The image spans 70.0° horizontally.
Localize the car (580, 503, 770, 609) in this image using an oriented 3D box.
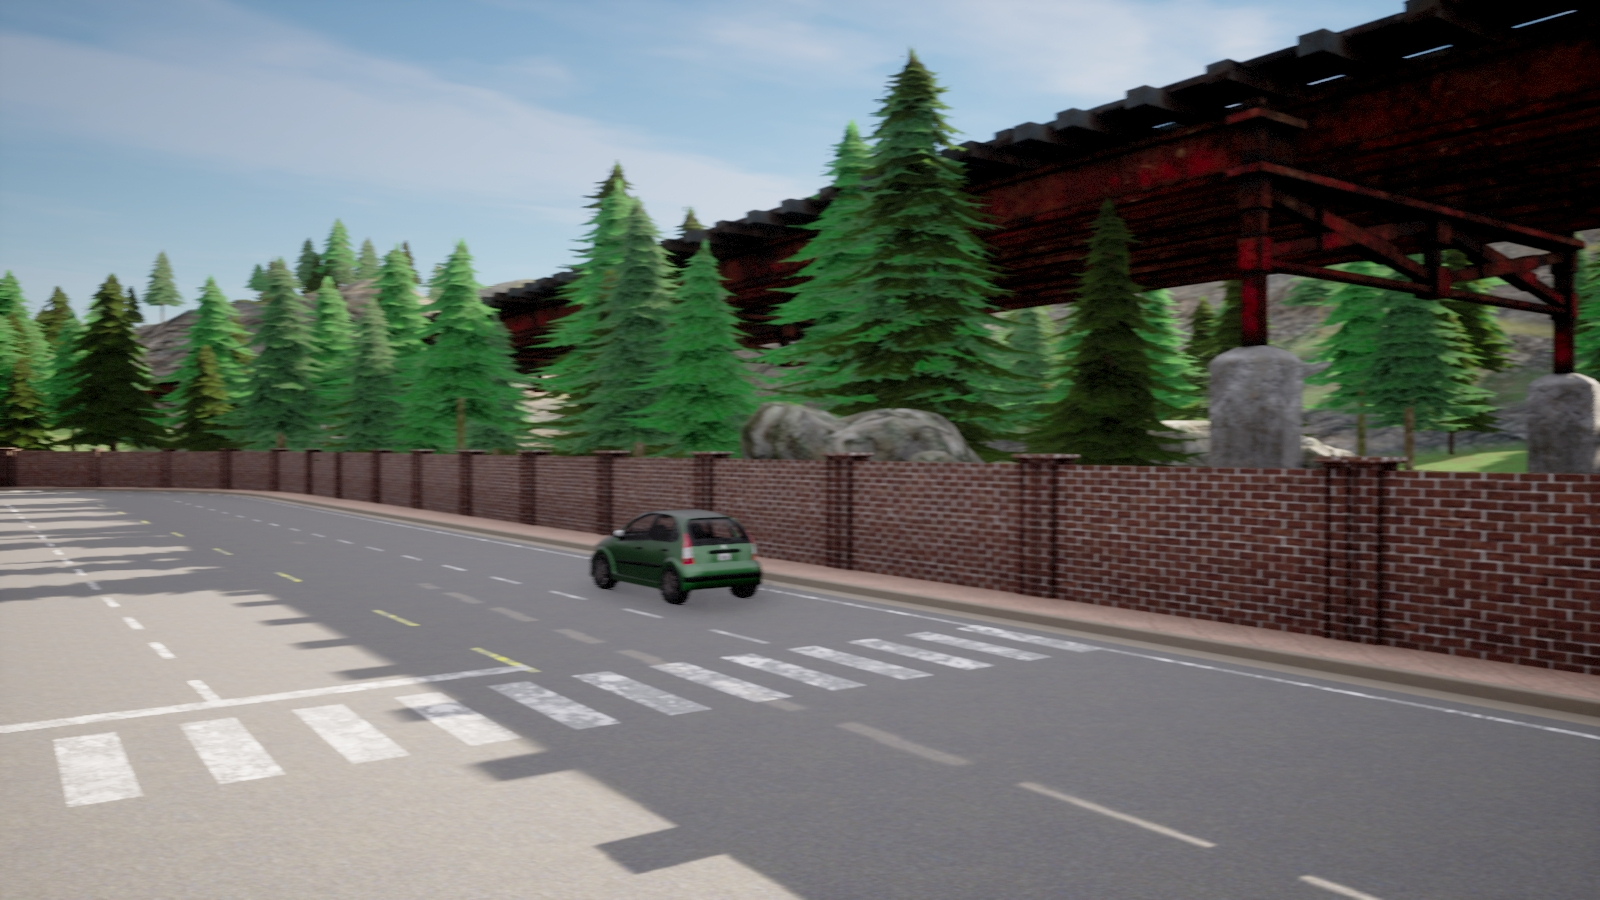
[{"bbox_3d":[-2.473,1.932,21.851,1.851,1.617,3.988,0,0,-37],"label":"car"}]
